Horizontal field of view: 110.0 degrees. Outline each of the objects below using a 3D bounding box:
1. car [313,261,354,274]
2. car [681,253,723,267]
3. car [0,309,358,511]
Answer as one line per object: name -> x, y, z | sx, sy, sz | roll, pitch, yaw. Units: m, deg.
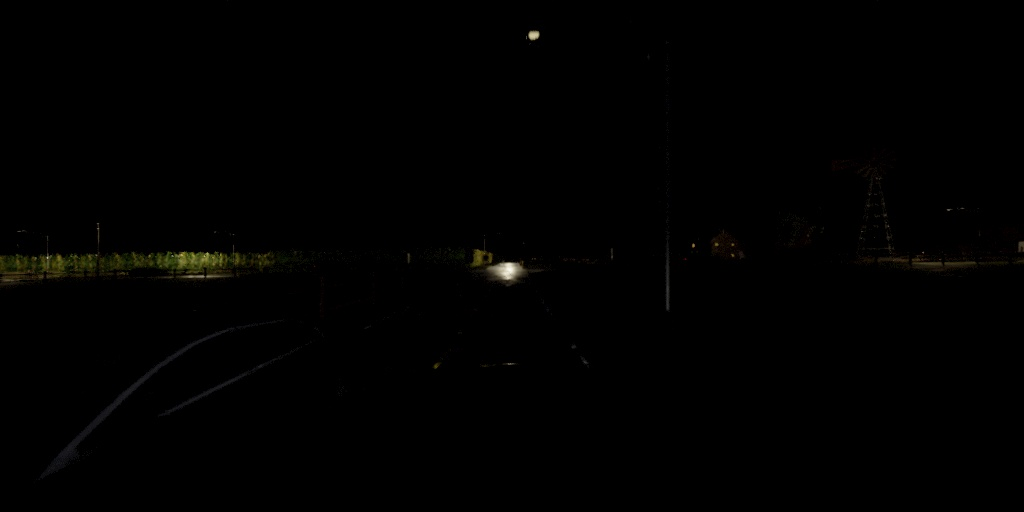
car -> -26.051, 1.728, 52.513 | 5.566, 2.045, 2.150 | 1, -1, 0
car -> 27.510, 0.566, 52.091 | 5.566, 2.045, 2.150 | -1, -1, 0
car -> -2.851, 1.245, 2.605 | 2.128, 1.511, 4.902 | 0, 0, 0
